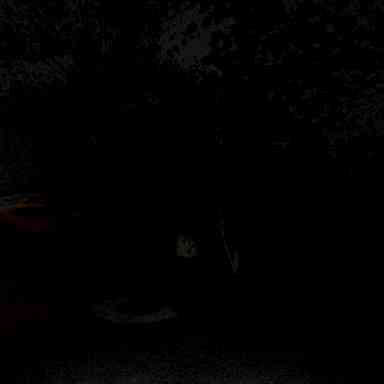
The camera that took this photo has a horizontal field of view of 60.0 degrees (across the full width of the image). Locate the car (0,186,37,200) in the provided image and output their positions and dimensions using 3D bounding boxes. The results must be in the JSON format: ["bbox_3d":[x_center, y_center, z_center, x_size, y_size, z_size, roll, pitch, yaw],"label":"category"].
[{"bbox_3d":[-20.975,0.096,39.061,4.792,1.488,2.163,1,2,-31],"label":"car"}]

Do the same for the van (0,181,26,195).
[{"bbox_3d":[-26.716,-0.564,48.516,4.442,1.987,1.878,1,1,-31],"label":"van"}]

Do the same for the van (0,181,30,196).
[{"bbox_3d":[-25.109,-0.462,46.250,4.442,1.987,1.878,1,2,-31],"label":"van"}]

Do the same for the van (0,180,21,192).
[{"bbox_3d":[-35.019,-1.155,63.050,4.442,1.987,1.878,1,1,-31],"label":"van"}]

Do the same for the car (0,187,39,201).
[{"bbox_3d":[-19.635,0.201,36.789,4.792,1.488,2.163,1,2,-31],"label":"car"}]

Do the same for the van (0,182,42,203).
[{"bbox_3d":[-18.144,0.064,34.442,4.442,1.987,1.878,1,2,-31],"label":"van"}]

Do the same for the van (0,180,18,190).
[{"bbox_3d":[-40.645,-1.548,72.588,4.442,1.987,1.878,1,1,-31],"label":"van"}]

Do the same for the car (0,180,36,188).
[{"bbox_3d":[-15.345,0.285,29.522,5.566,2.045,2.435,1,2,-31],"label":"car"}]

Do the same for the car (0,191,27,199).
[{"bbox_3d":[-8.382,1.017,17.716,4.553,1.767,2.185,1,2,-31],"label":"car"}]

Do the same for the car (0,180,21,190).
[{"bbox_3d":[-39.362,-1.478,70.129,5.566,2.045,2.435,1,1,-31],"label":"car"}]

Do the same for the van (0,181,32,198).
[{"bbox_3d":[-22.482,-0.265,41.354,4.442,1.987,1.878,1,2,-31],"label":"van"}]

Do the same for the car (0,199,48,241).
[{"bbox_3d":[-7.011,1.264,15.316,5.008,1.535,2.097,1,2,-31],"label":"car"}]

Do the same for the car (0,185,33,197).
[{"bbox_3d":[-23.806,-0.140,43.815,5.008,1.535,2.097,1,1,-31],"label":"car"}]

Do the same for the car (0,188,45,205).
[{"bbox_3d":[-16.809,0.442,31.885,4.792,1.488,2.163,1,2,-31],"label":"car"}]

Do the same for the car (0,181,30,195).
[{"bbox_3d":[-28.045,-0.686,50.945,5.566,2.045,2.435,1,1,-31],"label":"car"}]

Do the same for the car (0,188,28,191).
[{"bbox_3d":[-12.727,0.774,24.654,5.366,1.575,1.946,1,2,-31],"label":"car"}]
